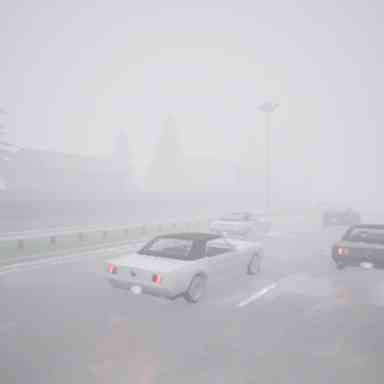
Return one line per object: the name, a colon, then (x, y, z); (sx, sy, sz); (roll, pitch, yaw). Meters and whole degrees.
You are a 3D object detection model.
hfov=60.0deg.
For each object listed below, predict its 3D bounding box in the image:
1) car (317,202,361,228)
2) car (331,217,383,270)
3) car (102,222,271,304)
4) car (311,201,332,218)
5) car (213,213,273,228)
car: (10.793, 1.729, 23.881); (1.882, 1.535, 5.008); (0, -1, 35)
car: (6.014, 1.715, 10.834); (1.895, 1.301, 4.718); (0, -1, 35)
car: (0.147, 1.692, 8.503); (1.895, 1.301, 4.718); (0, -1, 35)
car: (13.954, 1.716, 34.591); (2.097, 1.767, 4.553); (0, -1, 34)
car: (2.891, 1.798, 18.618); (1.895, 1.301, 4.718); (0, -1, 35)
